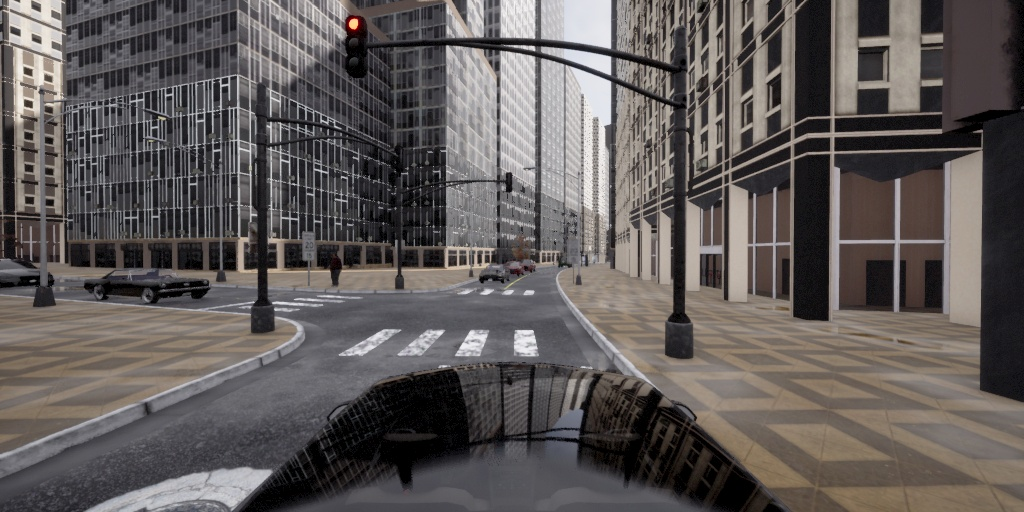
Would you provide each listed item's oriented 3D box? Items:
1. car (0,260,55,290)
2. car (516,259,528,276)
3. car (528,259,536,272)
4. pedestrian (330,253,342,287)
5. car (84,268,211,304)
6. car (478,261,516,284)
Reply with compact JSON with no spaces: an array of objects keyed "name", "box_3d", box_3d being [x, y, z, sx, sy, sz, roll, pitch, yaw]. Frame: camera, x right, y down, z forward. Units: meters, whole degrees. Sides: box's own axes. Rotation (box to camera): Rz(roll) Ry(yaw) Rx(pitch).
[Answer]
[{"name":"car","box_3d":[-25.305,0.930,17.862,4.892,1.490,1.837,1,1,16]},{"name":"car","box_3d":[0.133,1.297,37.783,1.882,1.535,5.008,0,0,9]},{"name":"car","box_3d":[1.885,1.220,47.511,2.097,1.767,4.553,0,0,11]},{"name":"pedestrian","box_3d":[-9.577,0.716,19.407,0.375,1.860,0.375,0,0,16]},{"name":"car","box_3d":[-15.075,1.171,14.904,4.718,1.301,1.895,1,1,16]},{"name":"car","box_3d":[-1.220,1.331,28.075,2.033,1.411,5.357,0,0,7]}]
